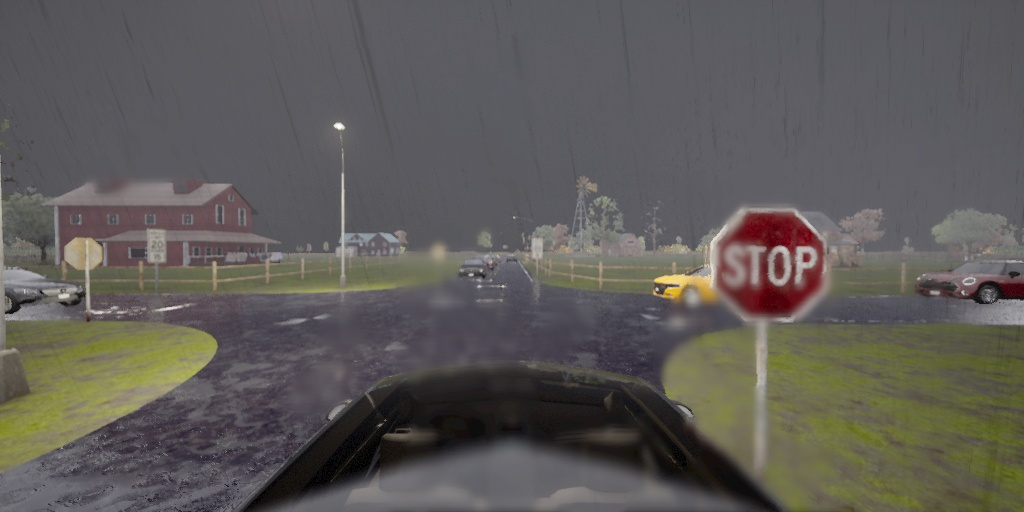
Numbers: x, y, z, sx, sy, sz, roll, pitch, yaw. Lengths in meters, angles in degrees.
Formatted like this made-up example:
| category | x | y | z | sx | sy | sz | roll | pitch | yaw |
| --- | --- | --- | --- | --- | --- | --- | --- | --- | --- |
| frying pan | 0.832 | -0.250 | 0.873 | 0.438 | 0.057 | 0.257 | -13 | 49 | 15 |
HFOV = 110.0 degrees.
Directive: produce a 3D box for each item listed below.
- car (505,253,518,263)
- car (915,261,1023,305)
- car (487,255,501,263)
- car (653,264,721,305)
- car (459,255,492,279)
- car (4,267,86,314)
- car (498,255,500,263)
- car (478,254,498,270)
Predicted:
| category | x | y | z | sx | sy | sz | roll | pitch | yaw |
| --- | --- | --- | --- | --- | --- | --- | --- | --- | --- |
| car | -0.031 | 0.363 | 59.894 | 1.837 | 1.490 | 4.892 | 0 | 1 | 0 |
| car | 19.590 | 0.976 | 14.669 | 4.553 | 1.767 | 2.097 | 0 | 1 | 0 |
| car | -2.908 | 0.472 | 59.031 | 1.895 | 1.301 | 4.718 | 0 | 1 | 0 |
| car | 8.262 | 1.064 | 14.426 | 5.008 | 1.535 | 1.882 | 0 | 1 | -4 |
| car | -2.875 | 0.904 | 27.664 | 2.033 | 1.411 | 5.357 | 0 | 1 | -1 |
| car | -17.243 | 1.074 | 11.936 | 4.674 | 1.442 | 1.812 | 0 | 1 | 0 |
| car | -2.920 | 0.550 | 47.905 | 1.837 | 1.490 | 4.892 | 0 | 1 | 0 |
| car | -2.914 | 0.556 | 37.651 | 2.097 | 1.767 | 4.553 | 0 | 1 | 0 |
